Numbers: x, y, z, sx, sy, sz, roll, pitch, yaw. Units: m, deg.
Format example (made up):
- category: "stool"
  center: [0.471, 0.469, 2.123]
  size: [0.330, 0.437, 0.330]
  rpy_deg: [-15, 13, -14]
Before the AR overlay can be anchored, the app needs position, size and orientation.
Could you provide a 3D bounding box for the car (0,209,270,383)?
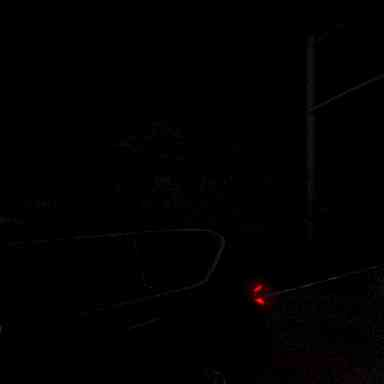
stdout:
- category: "car"
  center: [-1.788, 1.221, 2.717]
  size: [5.566, 2.045, 2.150]
  rpy_deg: [0, 0, -36]
